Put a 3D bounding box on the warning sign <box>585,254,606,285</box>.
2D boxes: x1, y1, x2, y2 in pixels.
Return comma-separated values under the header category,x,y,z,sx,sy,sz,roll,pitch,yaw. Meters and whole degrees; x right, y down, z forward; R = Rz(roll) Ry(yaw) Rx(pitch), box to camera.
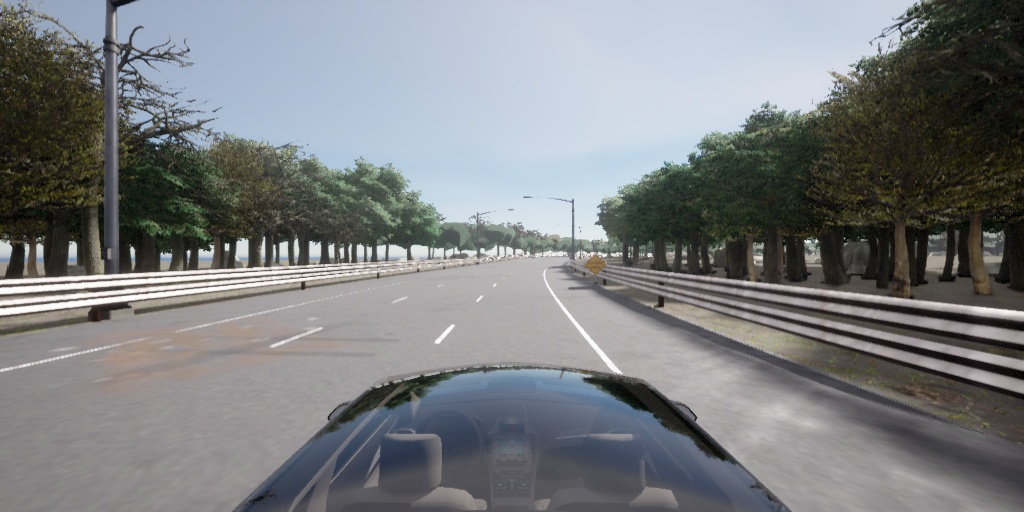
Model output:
category,x,y,z,sx,sy,sz,roll,pitch,yaw
warning sign,5.067,0.821,21.750,1.300,1.860,1.060,0,0,3
